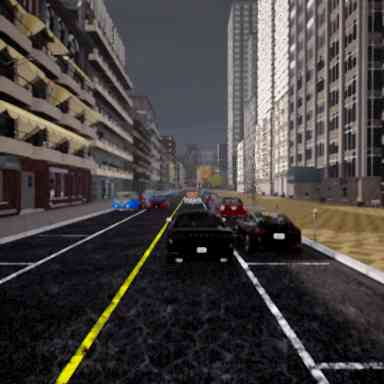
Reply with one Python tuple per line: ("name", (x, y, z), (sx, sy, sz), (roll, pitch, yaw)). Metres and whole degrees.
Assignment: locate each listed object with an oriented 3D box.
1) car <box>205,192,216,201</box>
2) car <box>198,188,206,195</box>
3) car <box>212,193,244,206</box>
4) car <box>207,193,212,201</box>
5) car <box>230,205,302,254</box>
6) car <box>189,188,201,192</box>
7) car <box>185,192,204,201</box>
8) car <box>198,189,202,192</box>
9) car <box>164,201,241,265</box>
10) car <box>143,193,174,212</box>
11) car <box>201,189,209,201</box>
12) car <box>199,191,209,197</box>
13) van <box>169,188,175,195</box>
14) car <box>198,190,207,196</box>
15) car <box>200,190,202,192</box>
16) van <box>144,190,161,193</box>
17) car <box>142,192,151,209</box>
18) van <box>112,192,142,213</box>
("car", (2.687, 0.995, 34.405), (2.008, 1.369, 4.403), (0, 1, 0))
("car", (2.676, -0.078, 89.624), (2.192, 1.841, 5.009), (0, 1, 0))
("car", (2.689, 1.060, 23.358), (1.967, 1.590, 4.097), (0, 1, 0))
("car", (2.688, 1.083, 28.882), (2.008, 1.369, 4.403), (0, 1, 0))
("car", (2.691, 1.362, 12.316), (1.947, 1.339, 4.313), (0, 1, 0))
("car", (0.088, 0.353, 63.053), (2.097, 1.767, 4.553), (0, 1, 0))
("car", (0.094, 0.969, 39.216), (1.895, 1.301, 4.718), (0, 1, 0))
("car", (2.681, 0.561, 62.016), (1.887, 1.381, 4.507), (0, 1, 0))
("car", (0.165, 1.295, 11.026), (1.882, 1.535, 5.008), (0, 1, -2))
("car", (-3.095, 1.060, 31.163), (1.994, 1.385, 4.181), (0, 1, 0))
("car", (2.685, 0.710, 45.446), (1.967, 1.590, 4.097), (0, 1, 0))
("car", (2.679, 0.402, 73.060), (2.008, 1.369, 4.403), (0, 1, 0))
("van", (-5.706, -0.132, 95.144), (1.690, 1.788, 3.998), (0, 1, 0))
("car", (2.677, 0.239, 84.104), (2.008, 1.369, 4.403), (0, 1, 0))
("car", (2.682, 0.666, 56.494), (1.947, 1.339, 4.313), (0, 1, 0))
("van", (-5.696, 0.611, 45.444), (1.690, 1.788, 3.998), (0, 1, 0))
("car", (-5.694, 0.989, 34.404), (1.887, 1.381, 4.507), (0, 1, 0))
("van", (-5.693, 0.873, 28.879), (1.690, 1.788, 3.998), (0, 1, 0))
